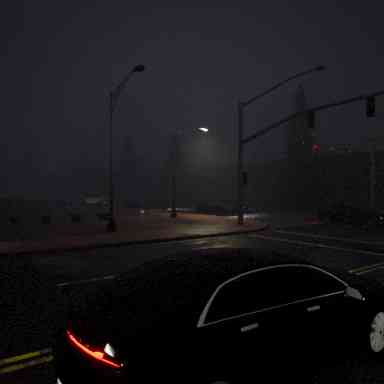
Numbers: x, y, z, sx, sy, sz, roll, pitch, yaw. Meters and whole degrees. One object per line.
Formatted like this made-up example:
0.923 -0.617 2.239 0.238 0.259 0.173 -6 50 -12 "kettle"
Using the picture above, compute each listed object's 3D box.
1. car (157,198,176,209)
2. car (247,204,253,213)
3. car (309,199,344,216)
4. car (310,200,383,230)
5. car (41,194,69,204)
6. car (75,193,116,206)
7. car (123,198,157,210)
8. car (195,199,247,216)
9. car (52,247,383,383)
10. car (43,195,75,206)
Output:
-4.164 1.564 45.786 4.181 1.385 1.994 0 0 41 "car"
4.433 1.505 35.781 1.837 1.490 4.892 0 0 -37 "car"
11.817 1.351 26.490 2.097 1.767 4.553 0 0 -43 "car"
10.504 1.506 21.495 1.837 1.490 4.892 0 -1 -35 "car"
-26.243 1.352 63.797 4.553 1.767 2.097 0 0 9 "car"
-15.518 1.220 53.450 5.566 2.045 2.150 0 0 23 "car"
-7.283 1.526 43.928 4.674 1.442 1.812 0 0 40 "car"
2.528 1.547 32.593 2.033 1.411 5.357 0 0 -36 "car"
0.813 1.505 4.378 4.892 1.490 1.837 0 0 -35 "car"
-20.826 1.548 51.928 5.357 1.411 2.033 0 0 19 "car"
